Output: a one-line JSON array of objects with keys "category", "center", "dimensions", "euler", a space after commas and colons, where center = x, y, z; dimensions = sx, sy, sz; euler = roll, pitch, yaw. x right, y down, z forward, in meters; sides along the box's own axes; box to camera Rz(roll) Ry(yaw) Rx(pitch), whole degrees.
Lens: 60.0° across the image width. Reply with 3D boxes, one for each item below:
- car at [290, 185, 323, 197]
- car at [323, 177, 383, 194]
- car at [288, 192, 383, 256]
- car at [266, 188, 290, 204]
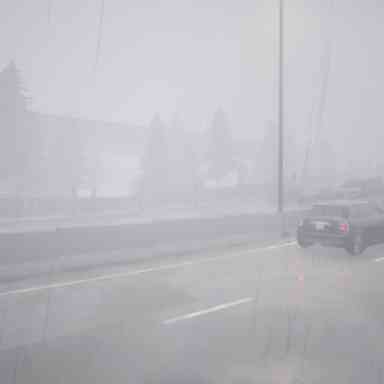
[{"category": "car", "center": [11.272, 0.190, 29.239], "dimensions": [5.008, 1.535, 1.882], "euler": [-7, 4, -35]}, {"category": "car", "center": [13.206, -0.055, 26.320], "dimensions": [5.566, 2.045, 2.150], "euler": [-7, 4, -35]}, {"category": "car", "center": [5.985, 1.087, 12.328], "dimensions": [4.553, 1.767, 2.097], "euler": [-3, 2, -36]}, {"category": "car", "center": [9.295, 0.308, 32.128], "dimensions": [4.718, 1.301, 1.895], "euler": [-7, 4, -35]}]
